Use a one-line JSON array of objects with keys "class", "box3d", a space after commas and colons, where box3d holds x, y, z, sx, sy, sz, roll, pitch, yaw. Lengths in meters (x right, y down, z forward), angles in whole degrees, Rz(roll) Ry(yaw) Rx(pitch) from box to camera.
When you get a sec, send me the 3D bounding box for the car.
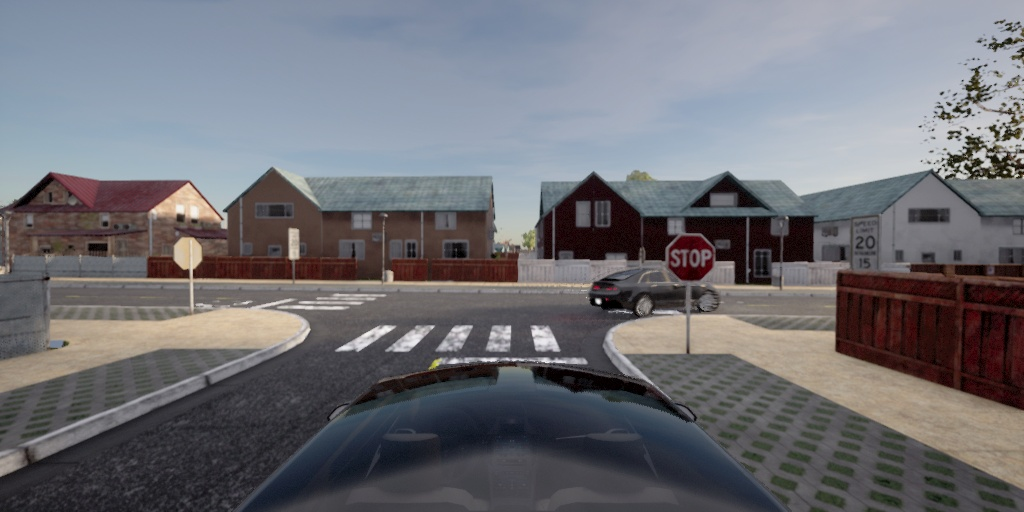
[{"class": "car", "box3d": [5.030, 1.202, 12.533, 4.892, 1.490, 1.837, 0, -2, -23]}]
